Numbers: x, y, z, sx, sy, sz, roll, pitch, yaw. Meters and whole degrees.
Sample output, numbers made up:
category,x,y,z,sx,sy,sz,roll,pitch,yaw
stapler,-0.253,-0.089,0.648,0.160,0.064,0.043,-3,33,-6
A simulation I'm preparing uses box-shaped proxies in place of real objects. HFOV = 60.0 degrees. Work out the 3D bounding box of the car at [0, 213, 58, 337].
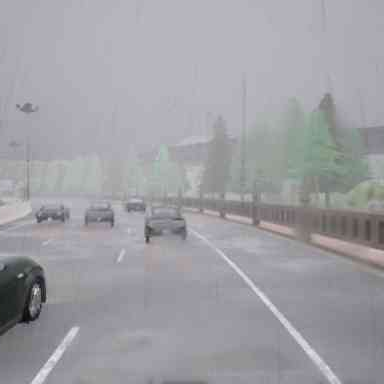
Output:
category,x,y,z,sx,sy,sz,roll,pitch,yaw
car,-3.680,1.356,4.301,2.097,1.767,4.553,0,0,-2

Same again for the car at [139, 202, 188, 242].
category,x,y,z,sx,sy,sz,roll,pitch,yaw
car,-1.373,1.444,16.024,2.128,1.511,4.902,0,0,-9

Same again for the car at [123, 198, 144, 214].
category,x,y,z,sx,sy,sz,roll,pitch,yaw
car,-6.037,1.390,34.772,1.882,1.535,5.008,0,0,-19

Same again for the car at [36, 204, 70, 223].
category,x,y,z,sx,sy,sz,roll,pitch,yaw
car,-10.356,1.569,25.080,1.895,1.301,4.718,0,0,-14

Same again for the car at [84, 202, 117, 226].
category,x,y,z,sx,sy,sz,roll,pitch,yaw
car,-6.241,1.446,22.801,2.128,1.511,4.902,0,0,-13
